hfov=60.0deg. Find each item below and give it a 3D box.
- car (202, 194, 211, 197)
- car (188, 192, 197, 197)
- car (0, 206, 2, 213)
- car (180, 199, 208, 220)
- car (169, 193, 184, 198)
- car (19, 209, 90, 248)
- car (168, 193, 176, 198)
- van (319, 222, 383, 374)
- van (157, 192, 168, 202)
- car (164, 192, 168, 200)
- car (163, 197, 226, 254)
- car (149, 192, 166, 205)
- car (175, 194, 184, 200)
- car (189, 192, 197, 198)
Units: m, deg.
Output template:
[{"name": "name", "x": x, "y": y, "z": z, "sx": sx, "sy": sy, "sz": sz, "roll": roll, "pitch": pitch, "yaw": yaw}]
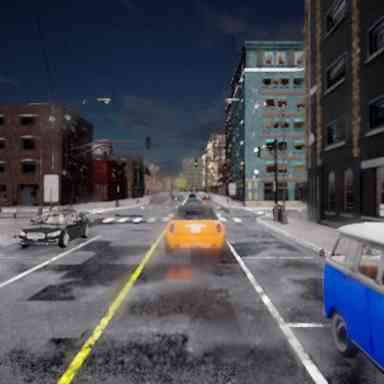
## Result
[{"name": "car", "x": 2.818, "y": 1.027, "z": 63.567, "sx": 1.967, "sy": 1.590, "sz": 4.097, "roll": 1, "pitch": 0, "yaw": 0}, {"name": "car", "x": 0.142, "y": 0.973, "z": 79.812, "sx": 1.837, "sy": 1.490, "sz": 4.892, "roll": 0, "pitch": 0, "yaw": 0}, {"name": "car", "x": -19.247, "y": 1.422, "z": 29.476, "sx": 4.507, "sy": 1.381, "sz": 1.887, "roll": 0, "pitch": 0, "yaw": 1}, {"name": "car", "x": 0.149, "y": 1.371, "z": 27.221, "sx": 2.033, "sy": 1.411, "sz": 5.357, "roll": 0, "pitch": 0, "yaw": 0}, {"name": "car", "x": -2.916, "y": 1.081, "z": 63.385, "sx": 2.128, "sy": 1.511, "sz": 4.902, "roll": 0, "pitch": 0, "yaw": 1}, {"name": "car", "x": -5.651, "y": 1.459, "z": 14.198, "sx": 2.008, "sy": 1.369, "sz": 4.403, "roll": 1, "pitch": 0, "yaw": 0}, {"name": "car", "x": -5.514, "y": 0.986, "z": 91.955, "sx": 1.802, "sy": 1.307, "sz": 4.206, "roll": 1, "pitch": 0, "yaw": 0}, {"name": "van", "x": 2.714, "y": 1.318, "z": 3.361, "sx": 1.690, "sy": 1.788, "sz": 3.998, "roll": 1, "pitch": 0, "yaw": 0}, {"name": "van", "x": -5.560, "y": 0.928, "z": 63.521, "sx": 1.690, "sy": 1.788, "sz": 3.998, "roll": 1, "pitch": 0, "yaw": 0}, {"name": "car", "x": -5.574, "y": 1.169, "z": 57.834, "sx": 1.887, "sy": 1.381, "sz": 4.507, "roll": 1, "pitch": 0, "yaw": 0}, {"name": "car", "x": 0.124, "y": 1.266, "z": 13.205, "sx": 2.097, "sy": 1.767, "sz": 4.553, "roll": 0, "pitch": 0, "yaw": 0}, {"name": "car", "x": -5.660, "y": 1.206, "z": 52.153, "sx": 1.887, "sy": 1.381, "sz": 4.507, "roll": 1, "pitch": 0, "yaw": 0}, {"name": "car", "x": -2.861, "y": 1.082, "z": 78.826, "sx": 1.895, "sy": 1.301, "sz": 4.718, "roll": 0, "pitch": 0, "yaw": 0}, {"name": "car", "x": 0.160, "y": 0.772, "z": 90.237, "sx": 2.128, "sy": 1.511, "sz": 4.902, "roll": 0, "pitch": 0, "yaw": 0}]
